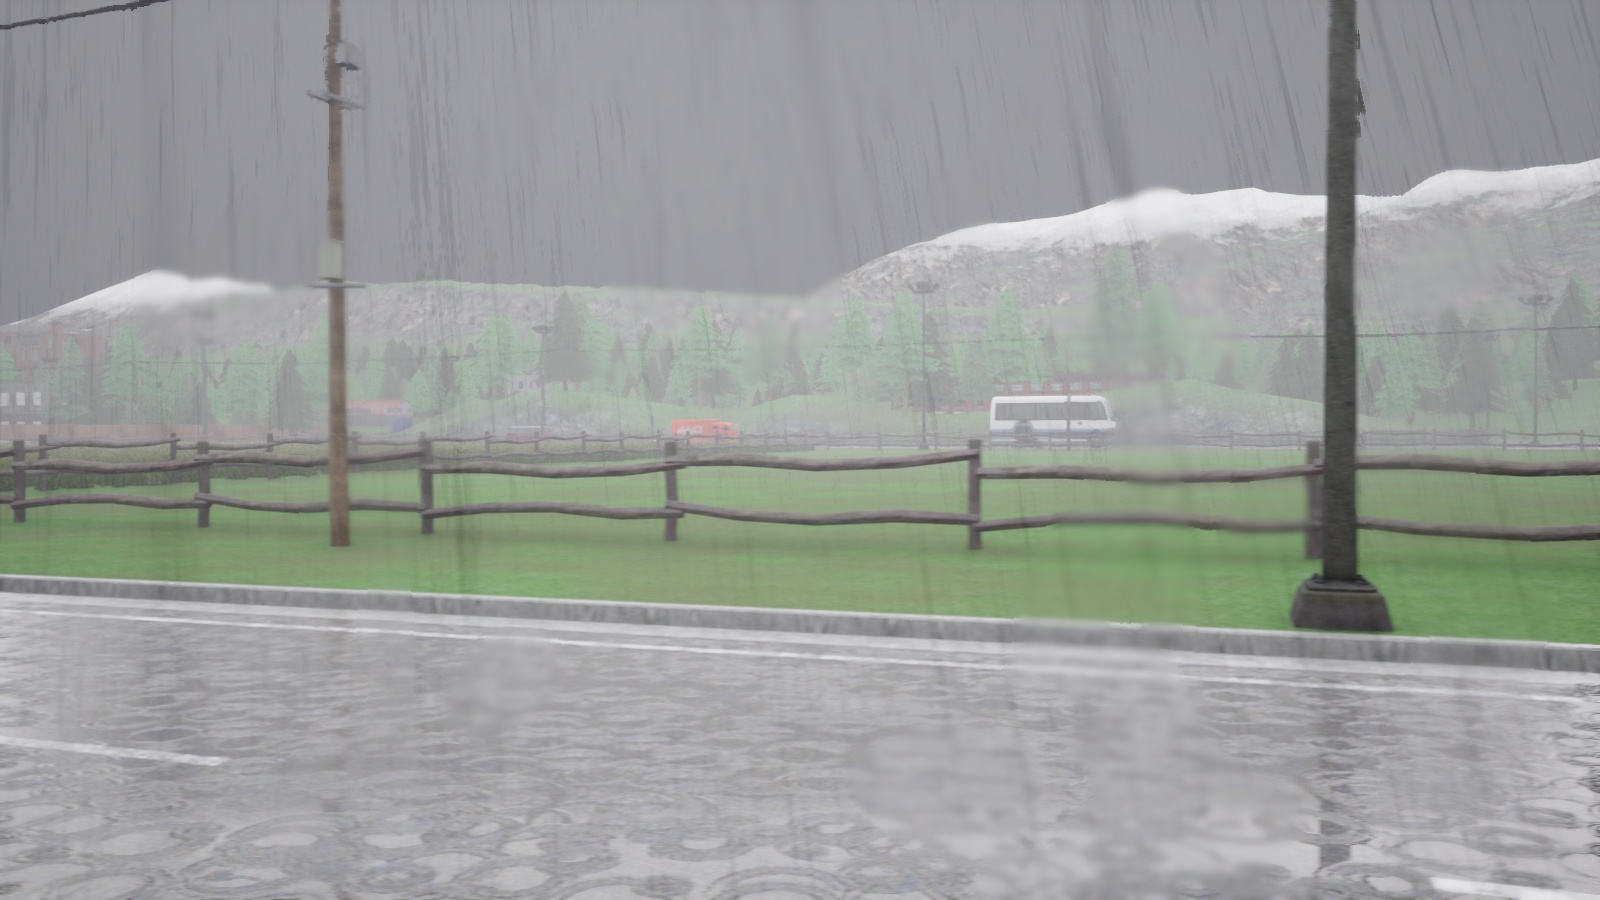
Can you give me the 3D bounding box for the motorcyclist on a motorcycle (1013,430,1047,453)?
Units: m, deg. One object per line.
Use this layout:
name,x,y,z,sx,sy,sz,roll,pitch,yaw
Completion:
motorcyclist on a motorcycle,16.905,-0.636,92.186,2.350,1.649,0.766,1,1,18
